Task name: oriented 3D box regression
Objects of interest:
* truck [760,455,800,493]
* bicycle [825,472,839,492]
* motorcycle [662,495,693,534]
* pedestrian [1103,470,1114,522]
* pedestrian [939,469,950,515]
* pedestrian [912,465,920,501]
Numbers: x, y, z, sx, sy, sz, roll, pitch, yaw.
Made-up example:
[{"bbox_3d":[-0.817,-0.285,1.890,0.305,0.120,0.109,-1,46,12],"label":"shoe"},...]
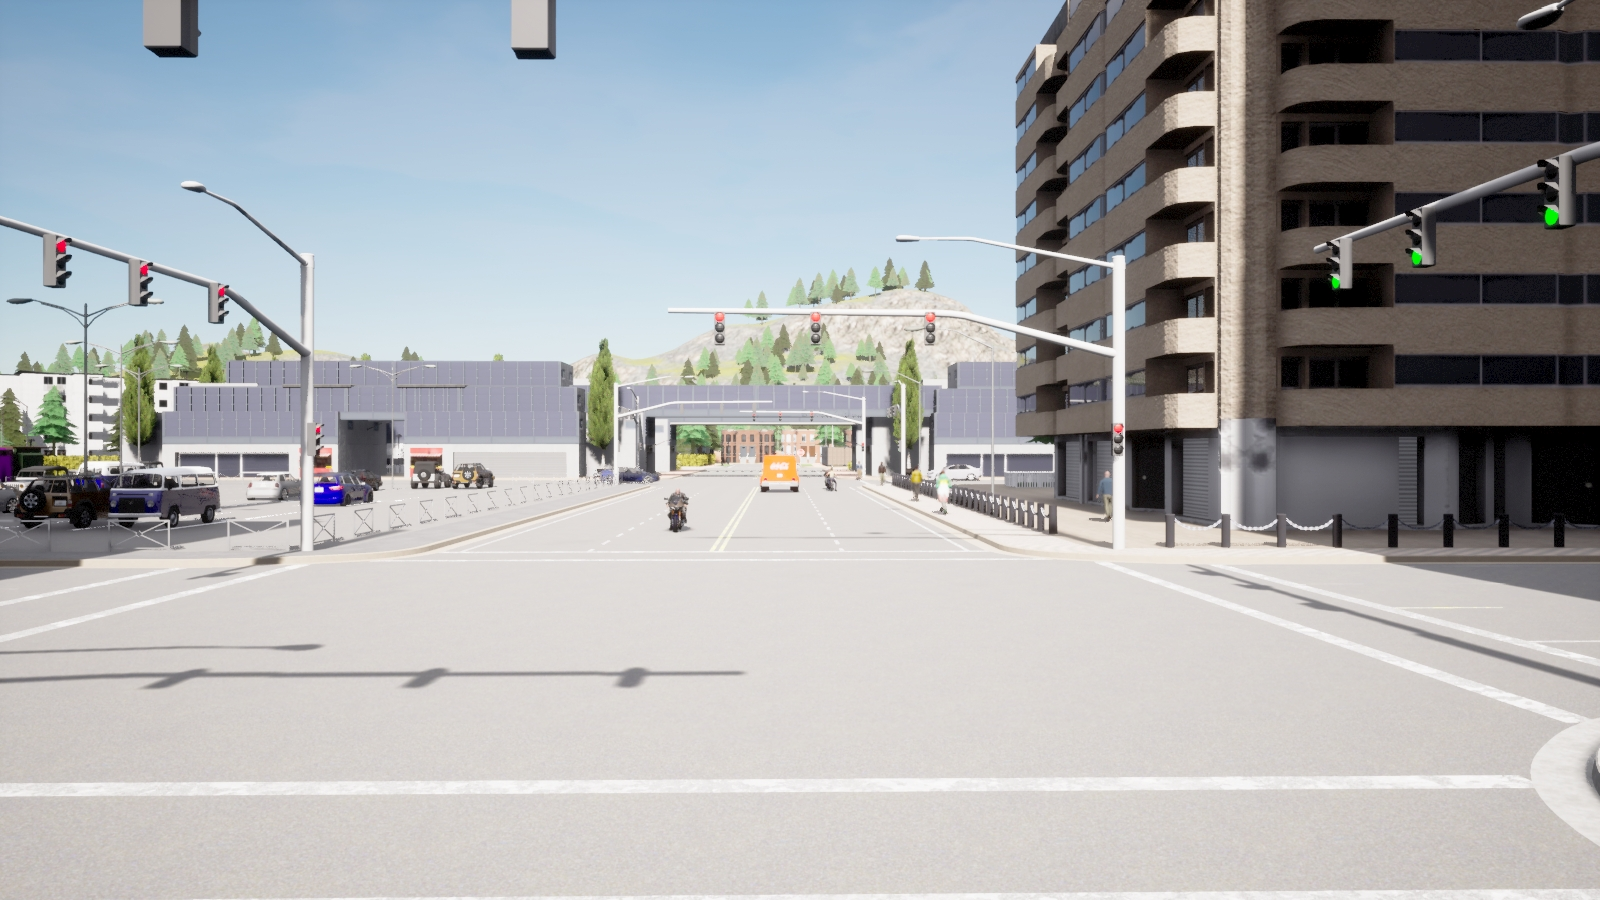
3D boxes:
[{"bbox_3d":[-1.366,1.564,77.071,2.627,2.467,5.204,0,0,-1],"label":"truck"},{"bbox_3d":[2.134,2.158,77.288,0.859,1.276,1.487,0,0,-1],"label":"bicycle"},{"bbox_3d":[-4.213,2.205,39.441,0.867,1.251,2.209,0,0,-1],"label":"motorcycle"},{"bbox_3d":[11.152,1.651,41.350,0.375,1.860,0.375,0,0,14],"label":"pedestrian"},{"bbox_3d":[5.884,1.695,46.673,0.375,1.860,0.375,0,0,-6],"label":"pedestrian"},{"bbox_3d":[5.959,1.695,58.600,0.375,1.860,0.375,0,0,-2],"label":"pedestrian"}]
